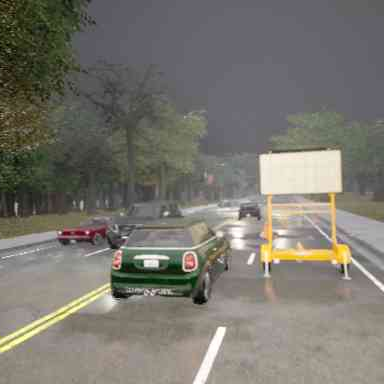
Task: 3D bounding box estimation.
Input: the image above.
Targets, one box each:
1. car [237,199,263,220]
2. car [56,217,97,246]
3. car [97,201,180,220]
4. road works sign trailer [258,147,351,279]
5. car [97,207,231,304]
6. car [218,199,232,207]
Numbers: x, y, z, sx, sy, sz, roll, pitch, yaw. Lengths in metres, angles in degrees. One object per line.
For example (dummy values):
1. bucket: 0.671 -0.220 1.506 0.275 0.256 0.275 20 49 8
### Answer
1. car: 5.271 1.684 29.835 1.837 1.490 4.892 -2 -1 15
2. car: -4.926 1.958 17.421 1.895 1.301 4.718 -2 -1 15
3. car: -1.972 1.471 15.929 2.150 2.045 5.566 -2 -1 15
4. road works sign trailer: 3.311 0.487 10.178 2.380 3.560 2.880 -2 -1 15
5. car: -0.281 1.467 8.741 2.097 1.767 4.553 -2 -1 15
6. car: 5.657 1.928 57.002 2.128 1.511 4.902 -2 0 16
